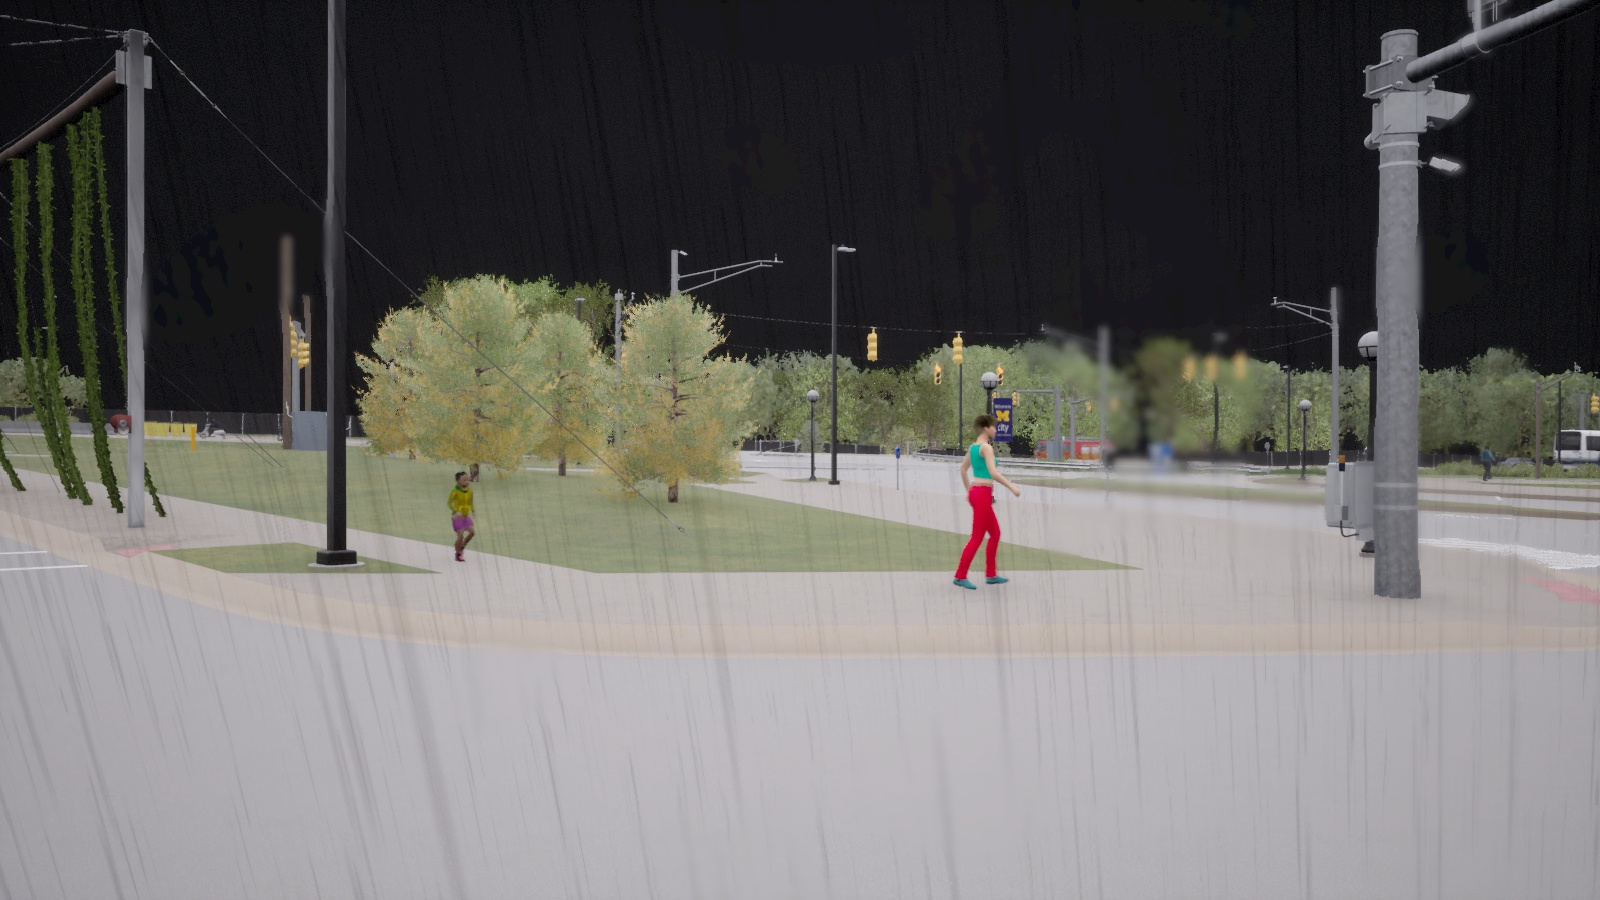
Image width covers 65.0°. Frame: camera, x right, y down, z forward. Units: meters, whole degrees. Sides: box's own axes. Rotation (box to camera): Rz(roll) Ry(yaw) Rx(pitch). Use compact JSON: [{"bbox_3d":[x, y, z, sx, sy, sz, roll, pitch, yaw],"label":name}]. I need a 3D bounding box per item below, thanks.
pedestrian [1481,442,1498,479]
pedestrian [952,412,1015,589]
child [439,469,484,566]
[{"bbox_3d":[35.981,0.562,65.562,0.692,1.930,0.396,0,0,-18],"label":"pedestrian"},{"bbox_3d":[1.931,0.519,13.237,0.594,1.836,0.345,0,0,-7],"label":"pedestrian"},{"bbox_3d":[-4.118,0.812,15.273,0.473,1.160,0.299,0,0,37],"label":"child"}]
